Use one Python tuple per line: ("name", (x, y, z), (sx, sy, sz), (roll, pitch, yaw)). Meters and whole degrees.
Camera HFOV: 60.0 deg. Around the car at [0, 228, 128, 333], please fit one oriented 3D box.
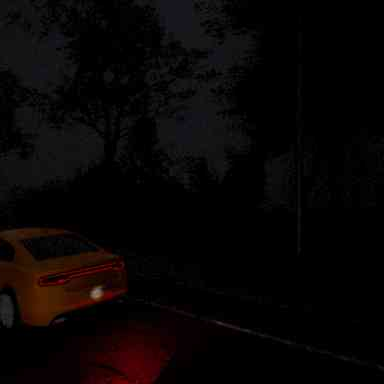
("car", (-3.468, 1.489, 6.931), (5.008, 1.535, 1.882), (0, 0, 39))
